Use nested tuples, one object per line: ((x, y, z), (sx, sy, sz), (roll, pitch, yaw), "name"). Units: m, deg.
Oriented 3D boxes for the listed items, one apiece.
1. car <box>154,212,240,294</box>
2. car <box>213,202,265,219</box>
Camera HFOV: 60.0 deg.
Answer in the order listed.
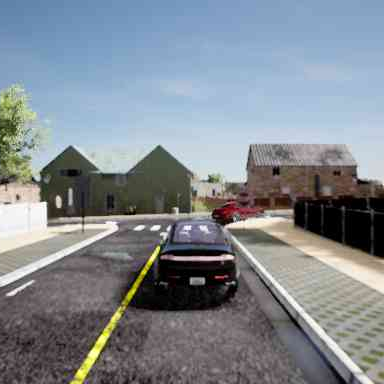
((0.108, 1.528, 8.885), (2.128, 1.511, 4.902), (0, 0, 0), "car")
((3.538, 1.466, 25.274), (4.674, 1.442, 1.812), (-3, -1, -41), "car")
